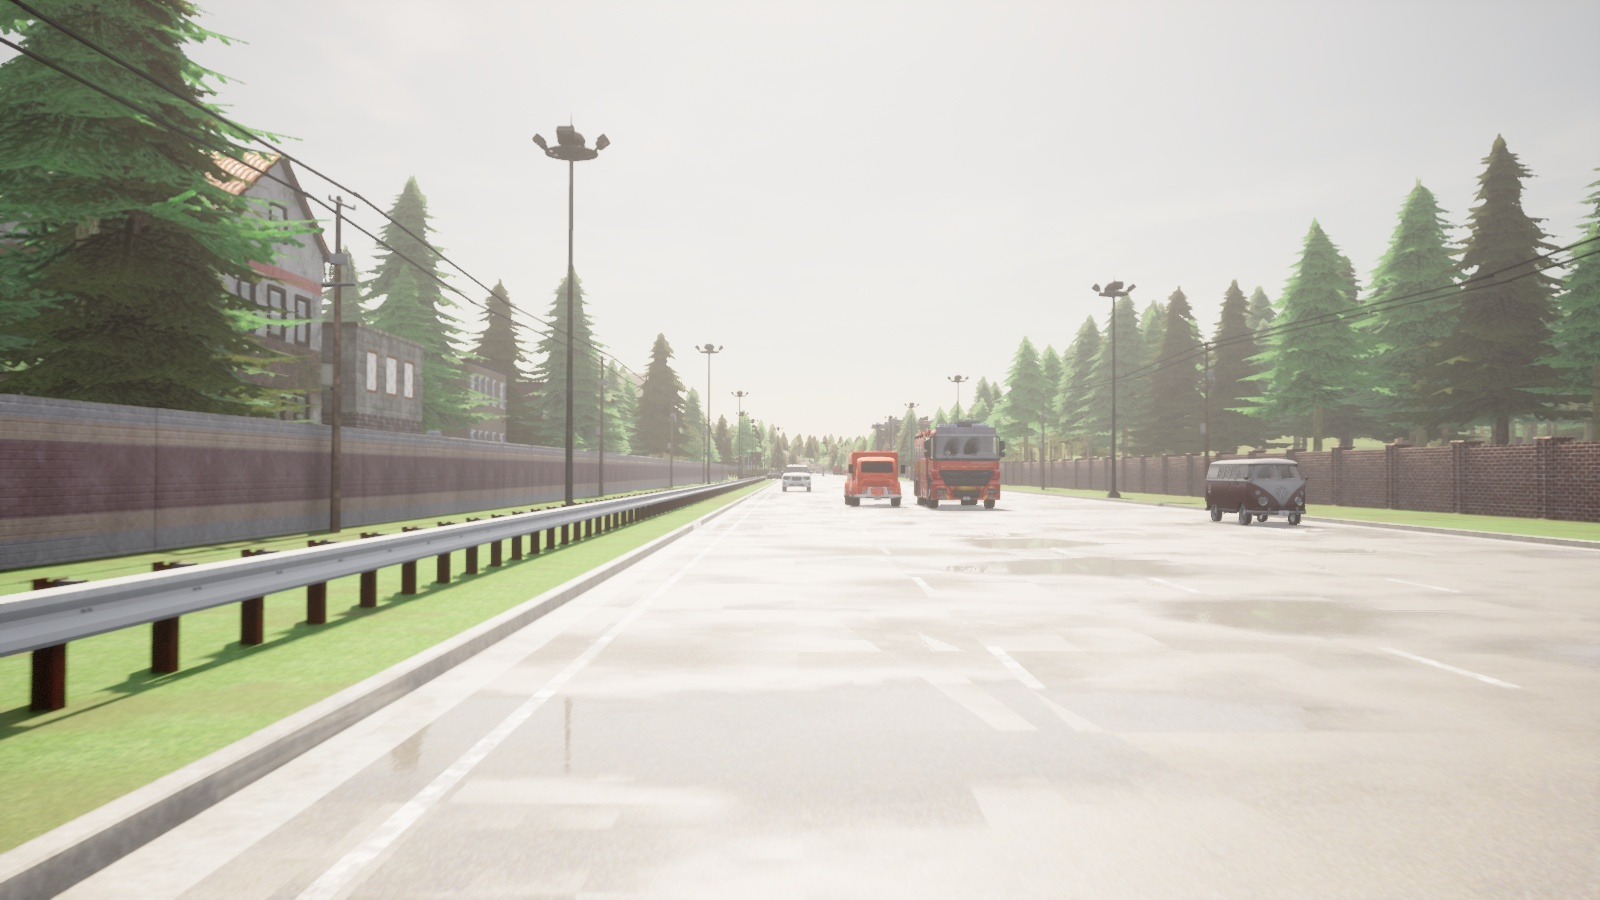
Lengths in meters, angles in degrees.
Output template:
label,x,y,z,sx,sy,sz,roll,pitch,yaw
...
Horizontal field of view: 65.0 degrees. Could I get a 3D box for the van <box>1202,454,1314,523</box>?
label,x,y,z,sx,sy,sz,roll,pitch,yaw
van,13.907,1.155,38.412,1.775,1.987,4.442,0,-1,0

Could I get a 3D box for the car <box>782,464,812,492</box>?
label,x,y,z,sx,sy,sz,roll,pitch,yaw
car,-0.231,2.135,95.628,2.150,2.045,5.566,0,-1,0

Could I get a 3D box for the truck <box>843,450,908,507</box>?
label,x,y,z,sx,sy,sz,roll,pitch,yaw
truck,3.361,1.268,56.982,2.627,2.467,5.204,0,-1,0

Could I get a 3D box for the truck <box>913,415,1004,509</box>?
label,x,y,z,sx,sy,sz,roll,pitch,yaw
truck,6.862,0.554,55.625,2.891,3.827,8.468,0,-1,0
